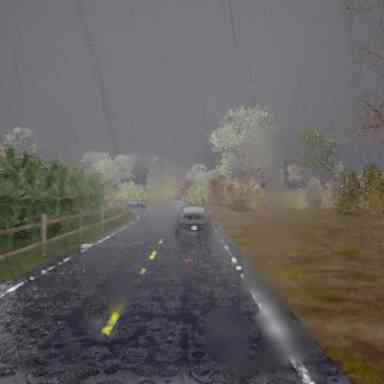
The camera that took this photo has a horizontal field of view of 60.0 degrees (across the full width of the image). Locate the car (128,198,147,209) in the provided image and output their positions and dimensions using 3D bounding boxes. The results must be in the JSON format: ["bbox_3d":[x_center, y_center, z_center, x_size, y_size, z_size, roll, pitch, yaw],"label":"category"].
[{"bbox_3d":[-7.064,1.410,41.917,1.994,1.385,4.181,0,0,-23],"label":"car"}]

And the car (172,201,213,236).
[{"bbox_3d":[0.072,1.464,18.255,1.837,1.490,4.892,0,0,-1],"label":"car"}]

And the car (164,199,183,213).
[{"bbox_3d":[-1.712,1.435,35.106,2.033,1.411,5.357,0,0,-13],"label":"car"}]
